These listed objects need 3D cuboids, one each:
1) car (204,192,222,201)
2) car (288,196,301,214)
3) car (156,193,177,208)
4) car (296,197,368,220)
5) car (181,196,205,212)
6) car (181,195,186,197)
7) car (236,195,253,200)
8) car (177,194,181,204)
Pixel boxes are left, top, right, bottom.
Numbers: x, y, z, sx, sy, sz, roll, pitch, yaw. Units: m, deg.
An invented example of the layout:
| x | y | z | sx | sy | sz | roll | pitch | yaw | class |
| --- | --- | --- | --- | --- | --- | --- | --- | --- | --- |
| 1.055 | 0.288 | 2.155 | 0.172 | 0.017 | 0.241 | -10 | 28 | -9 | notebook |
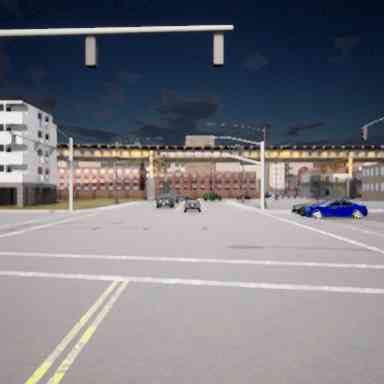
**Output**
| x | y | z | sx | sy | sz | roll | pitch | yaw | class |
| --- | --- | --- | --- | --- | --- | --- | --- | --- | --- |
| 4.876 | 1.125 | 78.018 | 2.150 | 2.045 | 5.566 | 0 | 0 | 39 | car |
| 11.516 | 1.384 | 30.146 | 4.902 | 1.511 | 2.128 | 0 | 0 | 1 | car |
| -3.623 | 1.162 | 46.028 | 2.150 | 2.045 | 5.566 | 0 | 0 | 1 | car |
| 11.353 | 1.376 | 26.645 | 5.008 | 1.535 | 1.882 | 0 | 0 | 1 | car |
| 0.060 | 1.498 | 38.396 | 2.033 | 1.411 | 5.357 | 0 | 0 | 0 | car |
| -2.111 | 1.432 | 72.702 | 2.128 | 1.511 | 4.902 | 0 | 0 | 19 | car |
| 13.338 | 1.415 | 84.446 | 4.674 | 1.442 | 1.812 | 0 | 0 | -24 | car |
| -3.606 | 1.146 | 61.635 | 2.150 | 2.045 | 5.566 | 0 | 0 | 0 | car |
